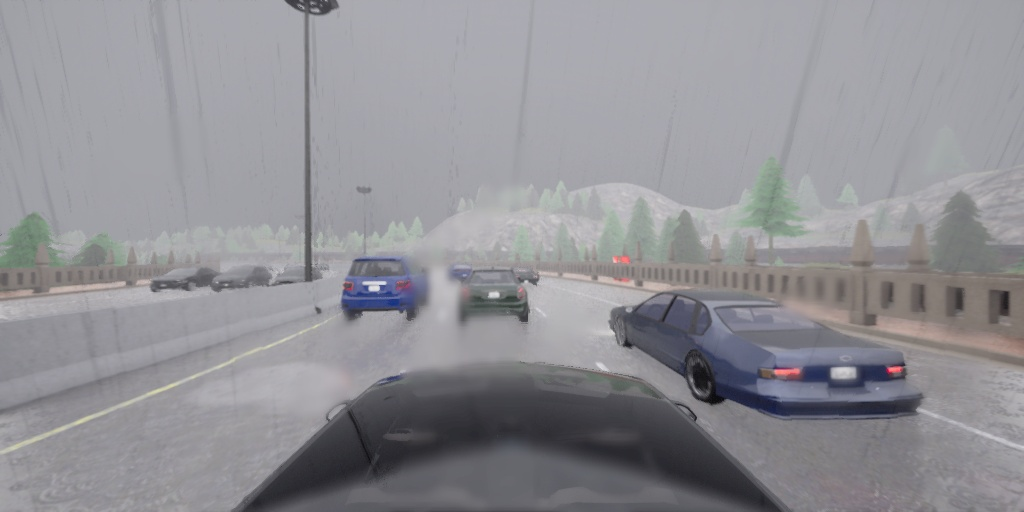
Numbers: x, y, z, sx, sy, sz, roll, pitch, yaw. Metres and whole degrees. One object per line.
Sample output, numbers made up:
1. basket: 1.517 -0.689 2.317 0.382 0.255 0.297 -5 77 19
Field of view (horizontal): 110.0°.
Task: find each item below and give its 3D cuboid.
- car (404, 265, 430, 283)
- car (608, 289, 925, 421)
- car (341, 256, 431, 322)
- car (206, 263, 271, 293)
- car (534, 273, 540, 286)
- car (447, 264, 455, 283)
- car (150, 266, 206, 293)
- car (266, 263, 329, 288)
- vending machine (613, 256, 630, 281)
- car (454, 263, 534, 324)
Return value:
1. car: -8.129 1.472 30.505 1.994 1.385 4.181 0 0 -17
2. car: 3.354 1.294 6.276 2.033 1.411 5.357 0 0 -3
3. car: -4.241 1.029 12.869 2.150 2.045 5.566 0 0 -7
4. car: -17.048 1.439 22.995 1.837 1.490 4.892 0 0 -15
5. car: 0.431 1.430 26.002 1.895 1.301 4.718 0 0 -14
6. car: -4.310 1.356 30.011 1.882 1.535 5.008 0 0 -16
7. car: -20.661 1.438 22.997 1.882 1.535 5.008 0 0 -16
8. car: -13.378 1.412 22.689 1.837 1.490 4.892 0 0 -14
9. vending machine: 8.291 0.979 27.287 1.100 2.100 0.880 0 0 -13
10. car: -0.726 1.139 12.326 2.097 1.767 4.553 0 0 -6
